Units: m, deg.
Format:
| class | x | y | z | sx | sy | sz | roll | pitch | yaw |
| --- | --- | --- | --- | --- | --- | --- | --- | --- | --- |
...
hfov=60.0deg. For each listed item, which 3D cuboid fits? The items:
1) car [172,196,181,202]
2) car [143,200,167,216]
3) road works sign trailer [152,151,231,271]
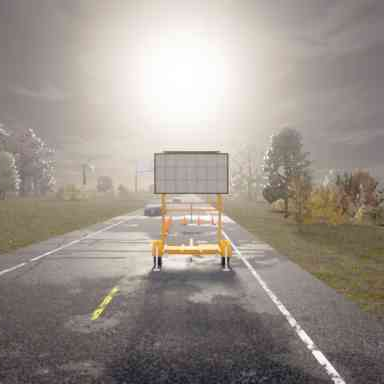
| class | x | y | z | sx | sy | sz | roll | pitch | yaw |
| --- | --- | --- | --- | --- | --- | --- | --- | --- | --- |
| car | -3.616 | 1.605 | 78.311 | 2.033 | 1.411 | 5.357 | 0 | 0 | 0 |
| car | -3.650 | 1.537 | 33.069 | 1.812 | 1.442 | 4.674 | 0 | 0 | 0 |
| road works sign trailer | -0.016 | 0.465 | 10.902 | 2.380 | 3.560 | 2.880 | 0 | 0 | 0 |
